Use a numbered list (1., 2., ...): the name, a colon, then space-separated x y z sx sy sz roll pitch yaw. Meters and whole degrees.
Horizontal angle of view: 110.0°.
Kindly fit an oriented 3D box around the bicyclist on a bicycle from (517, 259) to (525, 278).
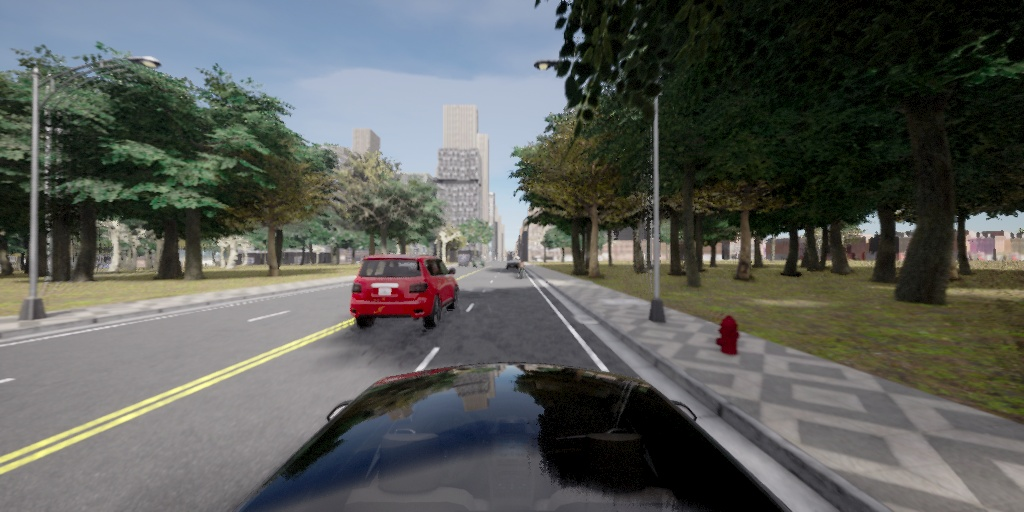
1. bicyclist on a bicycle: 0.889 1.261 32.247 0.582 1.620 1.656 0 -1 0

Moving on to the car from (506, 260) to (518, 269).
1. car: 0.040 1.391 58.720 1.882 1.535 5.008 0 0 0

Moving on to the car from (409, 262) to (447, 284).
1. car: -6.592 1.274 28.643 1.882 1.535 5.008 0 0 0

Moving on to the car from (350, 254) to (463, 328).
1. car: -3.151 0.978 11.561 2.150 2.045 5.566 0 0 0
